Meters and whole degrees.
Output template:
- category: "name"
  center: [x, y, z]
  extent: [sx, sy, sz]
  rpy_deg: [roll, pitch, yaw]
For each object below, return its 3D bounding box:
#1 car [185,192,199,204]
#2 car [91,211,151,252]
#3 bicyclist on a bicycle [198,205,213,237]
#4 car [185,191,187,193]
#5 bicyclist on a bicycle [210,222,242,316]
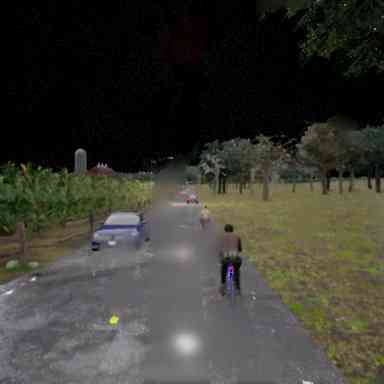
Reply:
- category: "car"
  center: [0.095, 1.266, 57.934]
  extent: [1.812, 1.442, 4.674]
  rpy_deg: [0, 1, 0]
- category: "car"
  center: [-2.851, 1.578, 14.249]
  extent: [1.812, 1.442, 4.674]
  rpy_deg: [0, 0, 0]
- category: "bicyclist on a bicycle"
  center: [0.724, 1.498, 17.523]
  extent: [0.866, 1.612, 1.509]
  rpy_deg: [0, 0, 0]
- category: "car"
  center: [-0.005, 0.867, 73.752]
  extent: [2.097, 1.767, 4.553]
  rpy_deg: [0, 1, 0]
- category: "bicyclist on a bicycle"
  center: [0.755, 1.478, 6.644]
  extent: [0.582, 1.620, 1.656]
  rpy_deg: [0, 0, 0]
